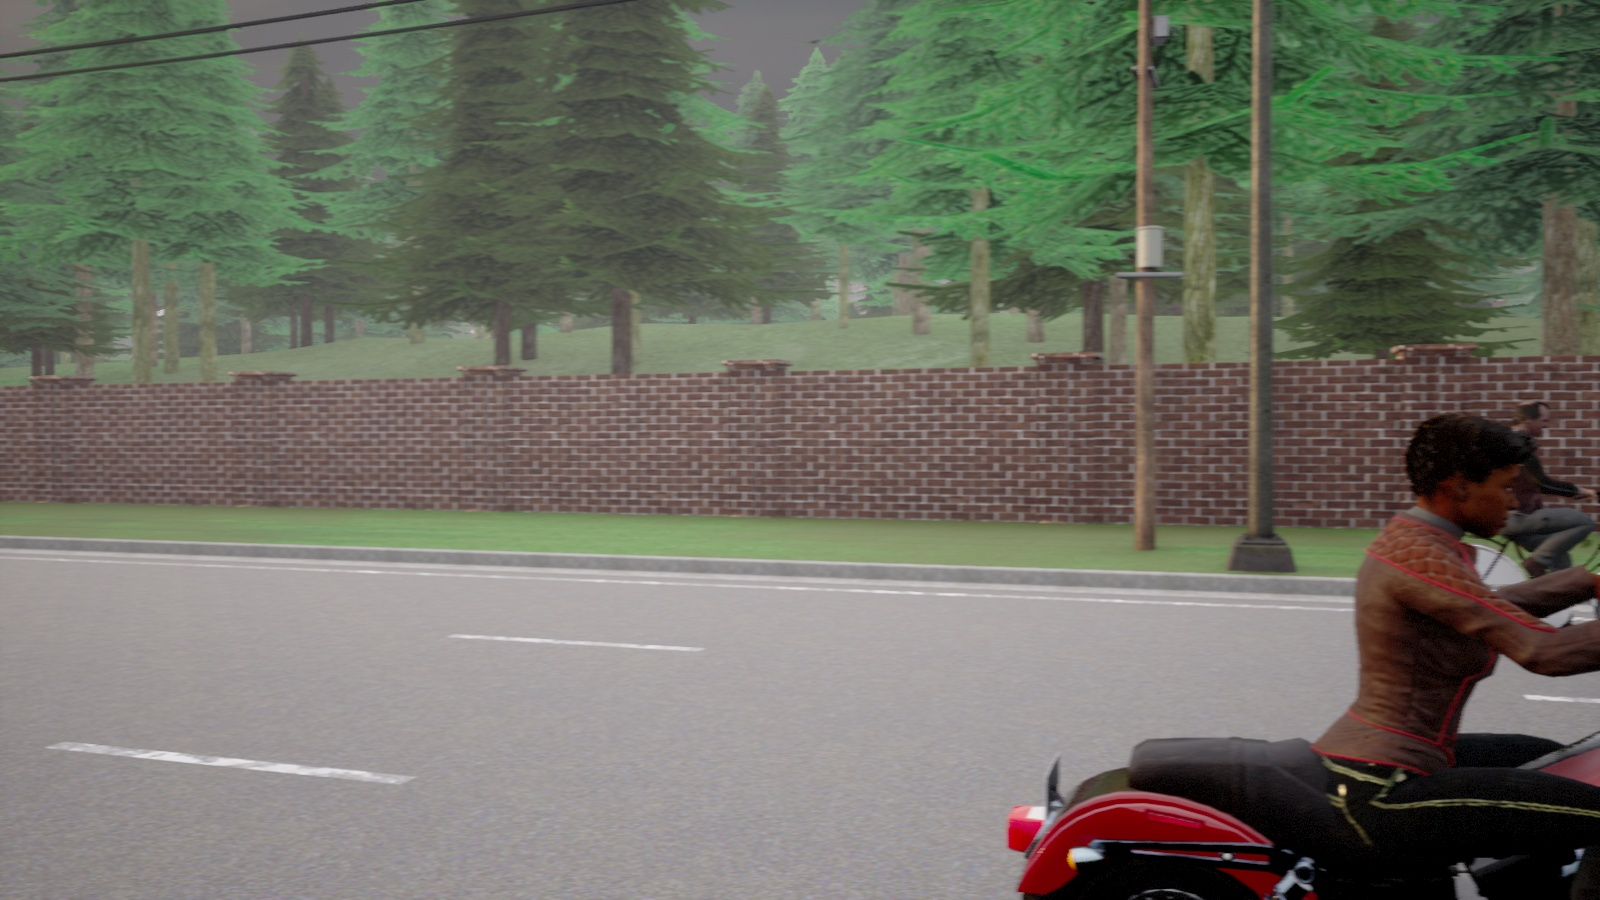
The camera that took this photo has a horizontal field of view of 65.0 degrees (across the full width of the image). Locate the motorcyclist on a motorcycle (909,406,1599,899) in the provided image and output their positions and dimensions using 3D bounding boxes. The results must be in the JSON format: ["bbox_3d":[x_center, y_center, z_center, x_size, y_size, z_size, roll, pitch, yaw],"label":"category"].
[{"bbox_3d":[1.474,0.740,2.698,2.350,1.649,0.766,1,1,19],"label":"motorcyclist on a motorcycle"}]

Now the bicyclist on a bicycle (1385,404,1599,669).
[{"bbox_3d":[5.173,0.576,8.835,1.843,1.776,0.659,0,1,19],"label":"bicyclist on a bicycle"}]
